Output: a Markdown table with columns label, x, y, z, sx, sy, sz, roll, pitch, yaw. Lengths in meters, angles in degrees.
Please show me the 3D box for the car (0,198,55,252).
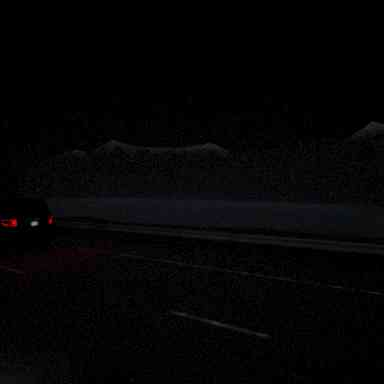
| label | x | y | z | sx | sy | sz | roll | pitch | yaw |
| --- | --- | --- | --- | --- | --- | --- | --- | --- | --- |
| car | -8.115 | 1.283 | 14.084 | 5.566 | 2.045 | 2.150 | 0 | 0 | 36 |
